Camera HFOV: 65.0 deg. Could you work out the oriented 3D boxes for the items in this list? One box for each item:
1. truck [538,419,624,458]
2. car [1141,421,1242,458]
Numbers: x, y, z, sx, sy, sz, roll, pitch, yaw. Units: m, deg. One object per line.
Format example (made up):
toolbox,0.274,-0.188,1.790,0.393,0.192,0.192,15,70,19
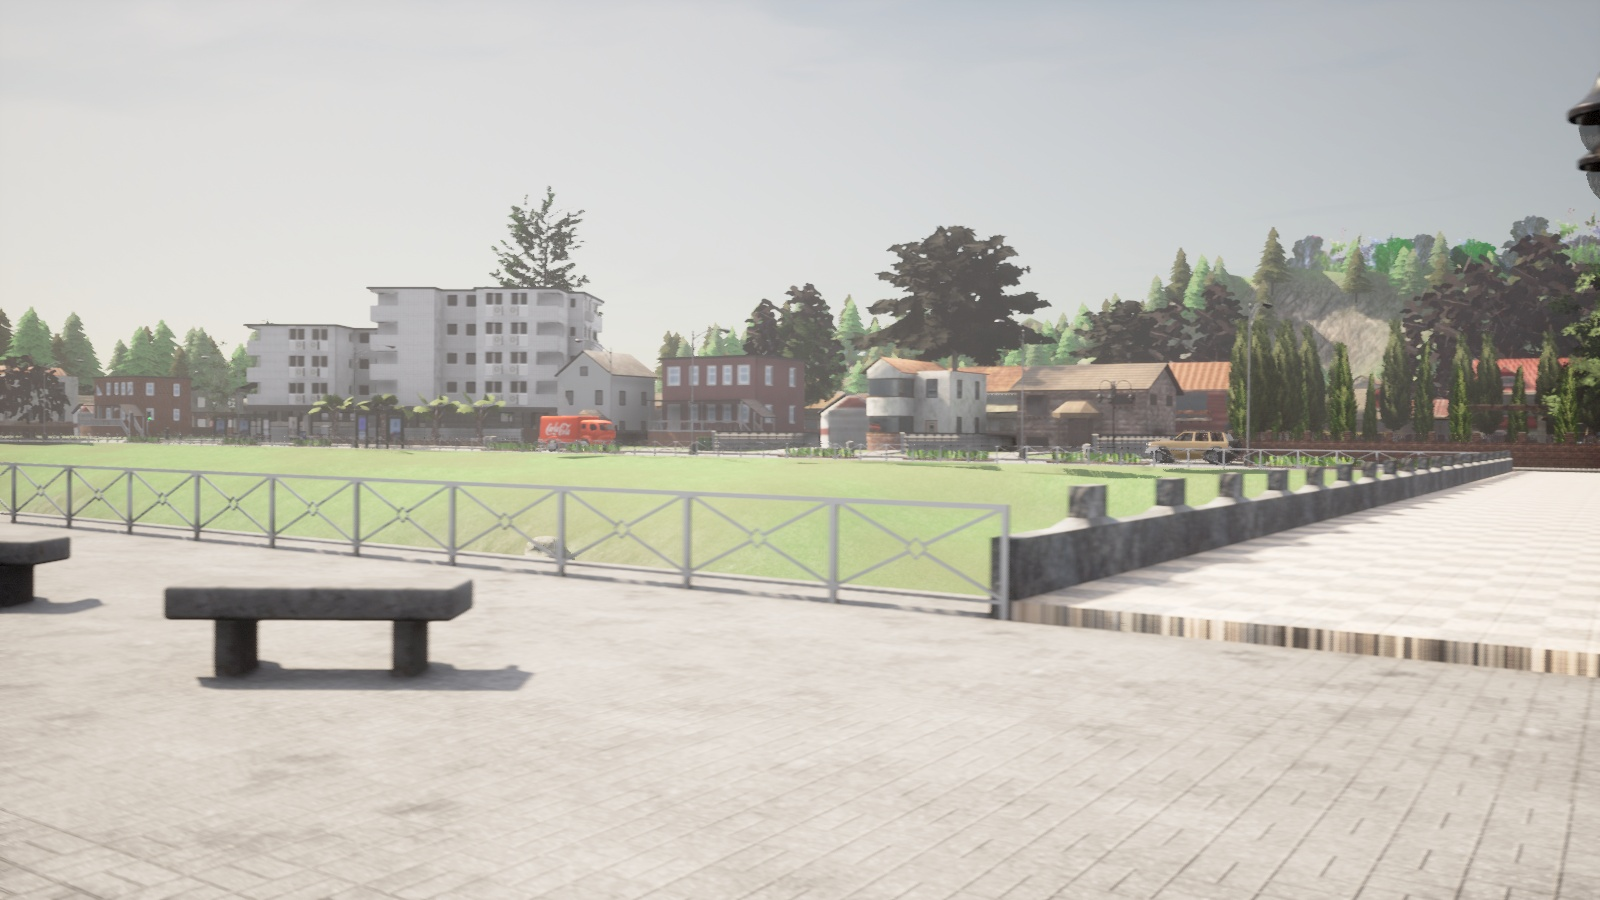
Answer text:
truck,-14.491,-0.758,83.099,5.204,2.467,2.627,0,1,34
car,20.209,-0.520,64.843,4.605,1.855,1.932,0,1,34
